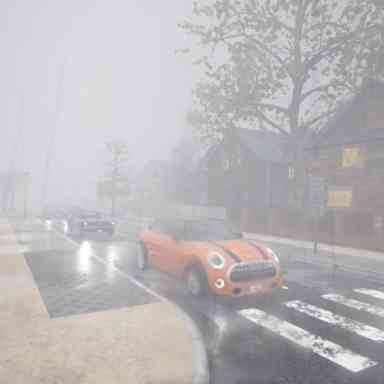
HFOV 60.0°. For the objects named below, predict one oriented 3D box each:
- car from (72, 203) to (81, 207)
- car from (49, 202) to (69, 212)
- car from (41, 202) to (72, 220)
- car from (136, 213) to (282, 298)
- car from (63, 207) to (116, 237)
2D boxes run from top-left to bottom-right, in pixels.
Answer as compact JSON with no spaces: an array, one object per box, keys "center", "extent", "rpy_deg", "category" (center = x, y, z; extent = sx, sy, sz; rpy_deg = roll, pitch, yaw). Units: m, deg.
[{"center":[-14.206,1.973,39.374],"extent":[1.812,1.442,4.674],"rpy_deg":[2,-2,-30],"category":"car"},{"center":[-19.220,2.145,47.869],"extent":[1.895,1.301,4.718],"rpy_deg":[2,-2,-30],"category":"car"},{"center":[-12.969,1.820,31.525],"extent":[1.812,1.442,4.674],"rpy_deg":[2,-2,-29],"category":"car"},{"center":[0.219,1.435,8.892],"extent":[2.097,1.767,4.553],"rpy_deg":[2,-1,-31],"category":"car"},{"center":[-6.000,1.780,19.544],"extent":[1.895,1.301,4.718],"rpy_deg":[2,-1,-30],"category":"car"}]
